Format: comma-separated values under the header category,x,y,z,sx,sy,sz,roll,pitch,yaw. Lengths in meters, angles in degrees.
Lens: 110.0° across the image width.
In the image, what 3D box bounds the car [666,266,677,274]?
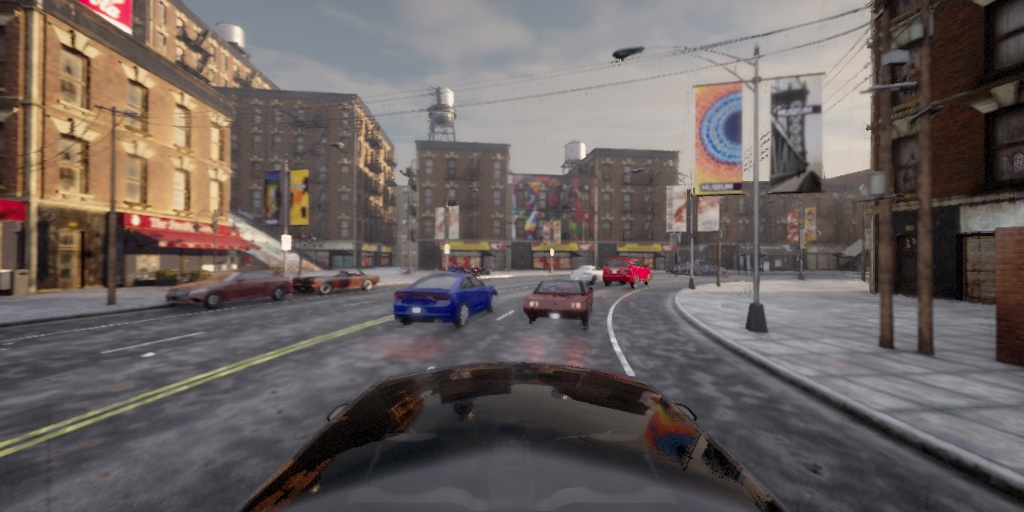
category,x,y,z,sx,sy,sz,roll,pitch,yaw
car,23.272,1.744,47.735,5.357,1.411,2.033,0,0,-13

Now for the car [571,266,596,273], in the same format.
category,x,y,z,sx,sy,sz,roll,pitch,yaw
car,6.373,1.496,28.958,1.812,1.442,4.674,0,-1,38

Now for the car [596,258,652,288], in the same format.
category,x,y,z,sx,sy,sz,roll,pitch,yaw
car,8.466,1.184,26.143,2.150,2.045,5.566,0,-1,37

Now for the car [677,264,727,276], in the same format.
category,x,y,z,sx,sy,sz,roll,pitch,yaw
car,23.717,1.723,44.293,5.357,1.411,2.033,0,0,-14

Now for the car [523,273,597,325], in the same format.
category,x,y,z,sx,sy,sz,roll,pitch,yaw
car,1.798,1.433,12.339,1.895,1.301,4.718,0,0,15

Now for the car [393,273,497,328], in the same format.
category,x,y,z,sx,sy,sz,roll,pitch,yaw
car,-1.931,1.284,11.857,1.882,1.535,5.008,0,0,14
